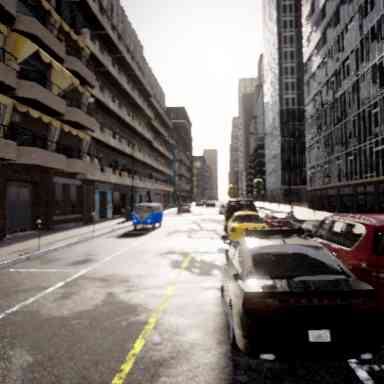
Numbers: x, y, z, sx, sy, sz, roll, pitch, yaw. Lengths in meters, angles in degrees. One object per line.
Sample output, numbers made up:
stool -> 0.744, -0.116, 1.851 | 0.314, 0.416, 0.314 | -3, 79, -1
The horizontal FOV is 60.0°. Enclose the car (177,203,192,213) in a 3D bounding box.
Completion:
car -> -1.013, 2.224, 46.085 | 1.802, 1.307, 4.206 | 0, -1, 6

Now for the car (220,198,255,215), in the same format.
car -> 3.193, 1.449, 22.317 | 2.150, 2.045, 5.566 | -1, -1, 5

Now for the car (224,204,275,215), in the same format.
car -> 2.653, 1.616, 16.478 | 1.801, 1.575, 5.366 | -1, -1, 6

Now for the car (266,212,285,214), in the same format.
car -> 4.103, 1.643, 12.293 | 1.947, 1.339, 4.313 | 0, -1, 6

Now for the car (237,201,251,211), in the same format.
car -> 7.862, 2.106, 50.767 | 1.947, 1.339, 4.313 | 0, -1, 6

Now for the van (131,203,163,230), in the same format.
van -> -3.162, 1.715, 24.103 | 1.690, 1.788, 3.998 | 0, -1, 6

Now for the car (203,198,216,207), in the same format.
car -> 3.843, 2.445, 68.220 | 1.994, 1.385, 4.181 | -1, -1, 6

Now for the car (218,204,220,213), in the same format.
car -> 4.525, 2.034, 44.280 | 1.812, 1.442, 4.674 | -1, -1, 6

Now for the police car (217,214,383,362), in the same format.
police car -> 1.552, 1.477, 6.409 | 1.930, 1.638, 5.238 | -1, -1, 2

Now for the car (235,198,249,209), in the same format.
car -> 8.398, 1.927, 56.267 | 2.192, 1.841, 5.009 | 0, -1, 6

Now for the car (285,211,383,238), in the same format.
car -> 3.565, 1.332, 6.800 | 2.192, 1.841, 5.009 | 0, -1, 6

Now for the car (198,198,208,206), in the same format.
car -> 2.745, 2.480, 84.562 | 2.192, 1.841, 5.009 | 0, -1, 6

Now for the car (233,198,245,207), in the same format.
car -> 9.472, 2.073, 67.260 | 2.192, 1.841, 5.009 | 0, -1, 6

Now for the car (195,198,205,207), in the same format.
car -> 1.673, 2.552, 73.566 | 1.887, 1.381, 4.507 | 0, -1, 6
